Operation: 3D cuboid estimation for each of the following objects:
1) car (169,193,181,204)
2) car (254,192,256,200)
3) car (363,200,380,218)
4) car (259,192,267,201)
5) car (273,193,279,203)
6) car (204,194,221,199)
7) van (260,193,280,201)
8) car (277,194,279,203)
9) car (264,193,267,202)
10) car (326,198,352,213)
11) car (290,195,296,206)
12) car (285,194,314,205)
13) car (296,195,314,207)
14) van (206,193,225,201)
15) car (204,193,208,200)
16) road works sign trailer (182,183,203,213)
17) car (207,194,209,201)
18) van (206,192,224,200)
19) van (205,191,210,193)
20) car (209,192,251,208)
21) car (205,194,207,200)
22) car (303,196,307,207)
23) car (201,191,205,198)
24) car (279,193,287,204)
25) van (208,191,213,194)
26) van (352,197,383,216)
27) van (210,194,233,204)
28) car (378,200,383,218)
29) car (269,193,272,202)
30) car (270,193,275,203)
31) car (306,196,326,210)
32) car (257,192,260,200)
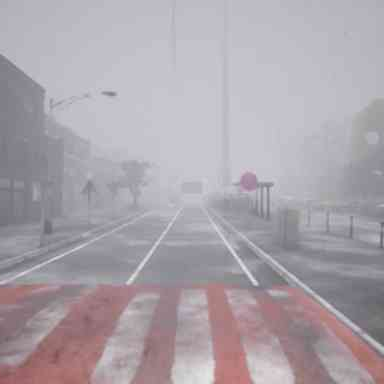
[{"bbox_3d":[-3.251,1.245,65.005,2.150,2.045,5.566,0,1,1],"label":"car"},{"bbox_3d":[18.972,1.361,83.371,5.366,1.575,1.946,0,1,0],"label":"car"},{"bbox_3d":[18.844,1.720,30.630,4.674,1.452,2.002,0,0,0],"label":"car"},{"bbox_3d":[18.767,1.207,75.041,5.566,2.045,2.435,0,1,0],"label":"car"},{"bbox_3d":[18.803,1.542,63.937,5.008,1.535,2.097,0,0,0],"label":"car"},{"bbox_3d":[5.691,1.277,94.033,4.674,1.452,2.002,0,1,0],"label":"car"},{"bbox_3d":[18.906,1.171,80.594,4.442,1.987,1.878,0,1,0],"label":"van"},{"bbox_3d":[18.806,1.557,61.159,4.892,1.521,2.231,0,0,0],"label":"car"},{"bbox_3d":[18.828,1.514,72.269,4.792,1.488,2.163,0,1,0],"label":"car"},{"bbox_3d":[18.809,1.675,38.955,4.792,1.488,2.163,0,0,0],"label":"car"},{"bbox_3d":[18.827,1.589,52.833,5.008,1.535,2.097,0,0,0],"label":"car"},{"bbox_3d":[18.823,1.578,55.609,5.008,1.535,2.097,0,0,0],"label":"car"},{"bbox_3d":[18.831,1.602,50.057,4.892,1.521,2.231,0,0,0],"label":"car"},{"bbox_3d":[5.824,1.144,82.818,4.442,1.987,1.878,0,1,0],"label":"van"},{"bbox_3d":[5.723,1.465,74.408,4.892,1.521,2.231,0,1,0],"label":"car"},{"bbox_3d":[0.005,0.623,39.440,2.380,3.560,2.880,0,0,-1],"label":"road works sign trailer"},{"bbox_3d":[5.728,1.558,60.385,5.008,1.535,2.097,0,0,0],"label":"car"},{"bbox_3d":[5.821,1.111,85.621,4.442,1.987,1.878,0,1,0],"label":"van"},{"bbox_3d":[5.830,1.211,77.213,4.442,1.987,1.878,0,1,0],"label":"van"},{"bbox_3d":[5.718,1.353,49.171,5.566,2.045,2.435,0,0,0],"label":"car"},{"bbox_3d":[5.753,1.543,68.798,4.792,1.488,2.163,0,0,0],"label":"car"},{"bbox_3d":[18.857,1.642,47.282,4.792,1.488,2.163,0,0,0],"label":"car"},{"bbox_3d":[5.682,1.152,80.013,5.566,2.045,2.435,0,1,0],"label":"car"},{"bbox_3d":[18.786,1.316,58.384,5.566,2.045,2.435,0,0,0],"label":"car"},{"bbox_3d":[5.613,1.320,63.191,4.442,1.987,1.878,0,0,0],"label":"van"},{"bbox_3d":[18.961,1.443,33.404,4.442,1.987,1.878,0,0,0],"label":"van"},{"bbox_3d":[5.843,1.304,65.993,4.442,1.987,1.878,0,0,0],"label":"van"},{"bbox_3d":[18.846,1.691,27.853,5.008,1.535,2.097,0,0,0],"label":"car"},{"bbox_3d":[18.773,1.539,69.486,4.792,1.488,2.163,0,1,0],"label":"car"},{"bbox_3d":[18.990,1.523,66.714,5.366,1.575,1.946,0,0,0],"label":"car"},{"bbox_3d":[18.646,1.620,44.507,5.366,1.575,1.946,0,0,0],"label":"car"},{"bbox_3d":[18.821,1.179,77.818,5.566,2.045,2.435,0,1,0],"label":"car"}]
